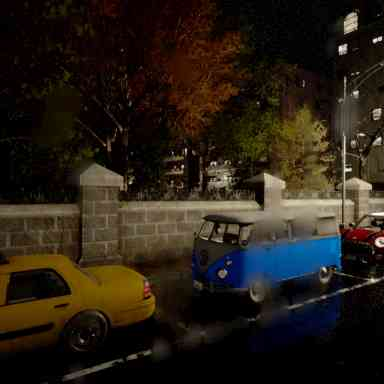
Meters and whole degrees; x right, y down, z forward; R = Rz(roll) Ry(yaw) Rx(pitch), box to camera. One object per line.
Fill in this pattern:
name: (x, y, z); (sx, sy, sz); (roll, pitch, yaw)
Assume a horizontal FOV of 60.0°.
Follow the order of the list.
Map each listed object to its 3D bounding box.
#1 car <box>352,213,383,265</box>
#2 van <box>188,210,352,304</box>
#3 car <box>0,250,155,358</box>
car: (6.393, 1.442, 11.129); (4.097, 1.590, 1.967); (0, 1, -36)
van: (1.829, 1.343, 7.862); (3.998, 1.788, 1.690); (0, 1, -36)
car: (-2.876, 1.525, 4.499); (4.829, 1.417, 1.752); (0, 1, -36)
